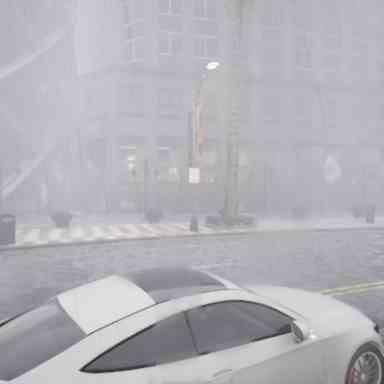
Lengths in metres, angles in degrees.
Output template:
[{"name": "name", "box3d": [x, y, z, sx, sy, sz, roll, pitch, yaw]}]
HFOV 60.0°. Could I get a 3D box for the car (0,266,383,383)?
[{"name": "car", "box3d": [-0.004, 1.524, 3.322, 4.674, 1.442, 1.812, 0, 0, -32]}]
